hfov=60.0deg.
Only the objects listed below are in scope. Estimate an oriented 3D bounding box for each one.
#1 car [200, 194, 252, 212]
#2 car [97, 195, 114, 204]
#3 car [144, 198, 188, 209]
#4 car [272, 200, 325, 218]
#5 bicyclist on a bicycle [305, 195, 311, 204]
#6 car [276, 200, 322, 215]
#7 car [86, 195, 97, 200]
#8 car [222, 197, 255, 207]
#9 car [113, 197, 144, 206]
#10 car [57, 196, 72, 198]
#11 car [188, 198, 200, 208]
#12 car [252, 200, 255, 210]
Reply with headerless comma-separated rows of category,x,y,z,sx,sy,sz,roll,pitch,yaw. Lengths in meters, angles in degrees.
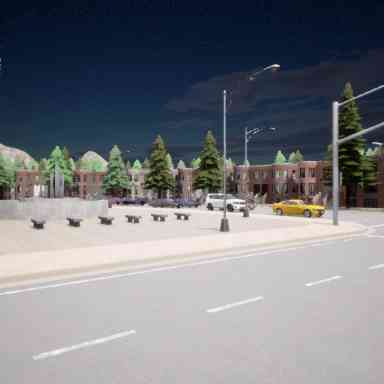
car,3.873,1.221,38.662,2.150,2.045,5.566,0,0,-39
car,-14.020,1.564,58.857,4.181,1.385,1.994,0,0,18
car,-3.618,1.547,45.888,5.357,1.411,2.033,0,0,36
car,9.796,1.478,30.793,1.882,1.535,5.008,0,0,-37
bicyclist on a bicycle,16.230,1.303,46.629,1.656,1.620,0.582,0,0,-37
car,11.115,1.564,34.865,1.994,1.385,4.181,0,0,-37
car,-18.201,1.351,63.428,4.553,1.767,2.097,0,0,12
car,7.043,1.505,50.790,4.892,1.490,1.837,0,0,43
car,-9.769,1.601,53.511,4.718,1.301,1.895,0,0,24
car,-23.756,1.505,60.729,4.892,1.490,1.837,0,0,5
car,-1.200,1.547,48.426,5.357,1.411,2.033,0,0,37
car,5.733,1.526,41.755,1.812,1.442,4.674,0,0,-41
